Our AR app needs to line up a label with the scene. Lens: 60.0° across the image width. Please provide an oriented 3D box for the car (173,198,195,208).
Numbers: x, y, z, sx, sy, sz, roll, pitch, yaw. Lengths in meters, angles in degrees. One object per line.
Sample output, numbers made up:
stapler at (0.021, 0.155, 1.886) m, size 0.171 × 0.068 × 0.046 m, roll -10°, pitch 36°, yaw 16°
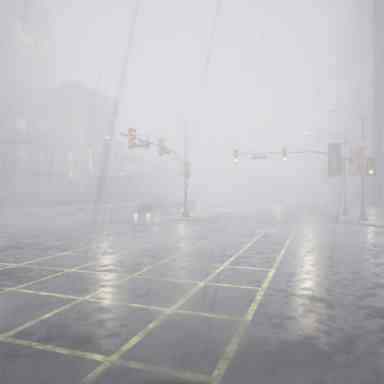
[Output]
car at (-1.135, 1.601, 48.392) m, size 1.895 × 1.301 × 4.718 m, roll 0°, pitch 0°, yaw 20°

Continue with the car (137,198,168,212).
car at (-4.566, 1.478, 38.770) m, size 1.882 × 1.535 × 5.008 m, roll 0°, pitch 0°, yaw 22°
